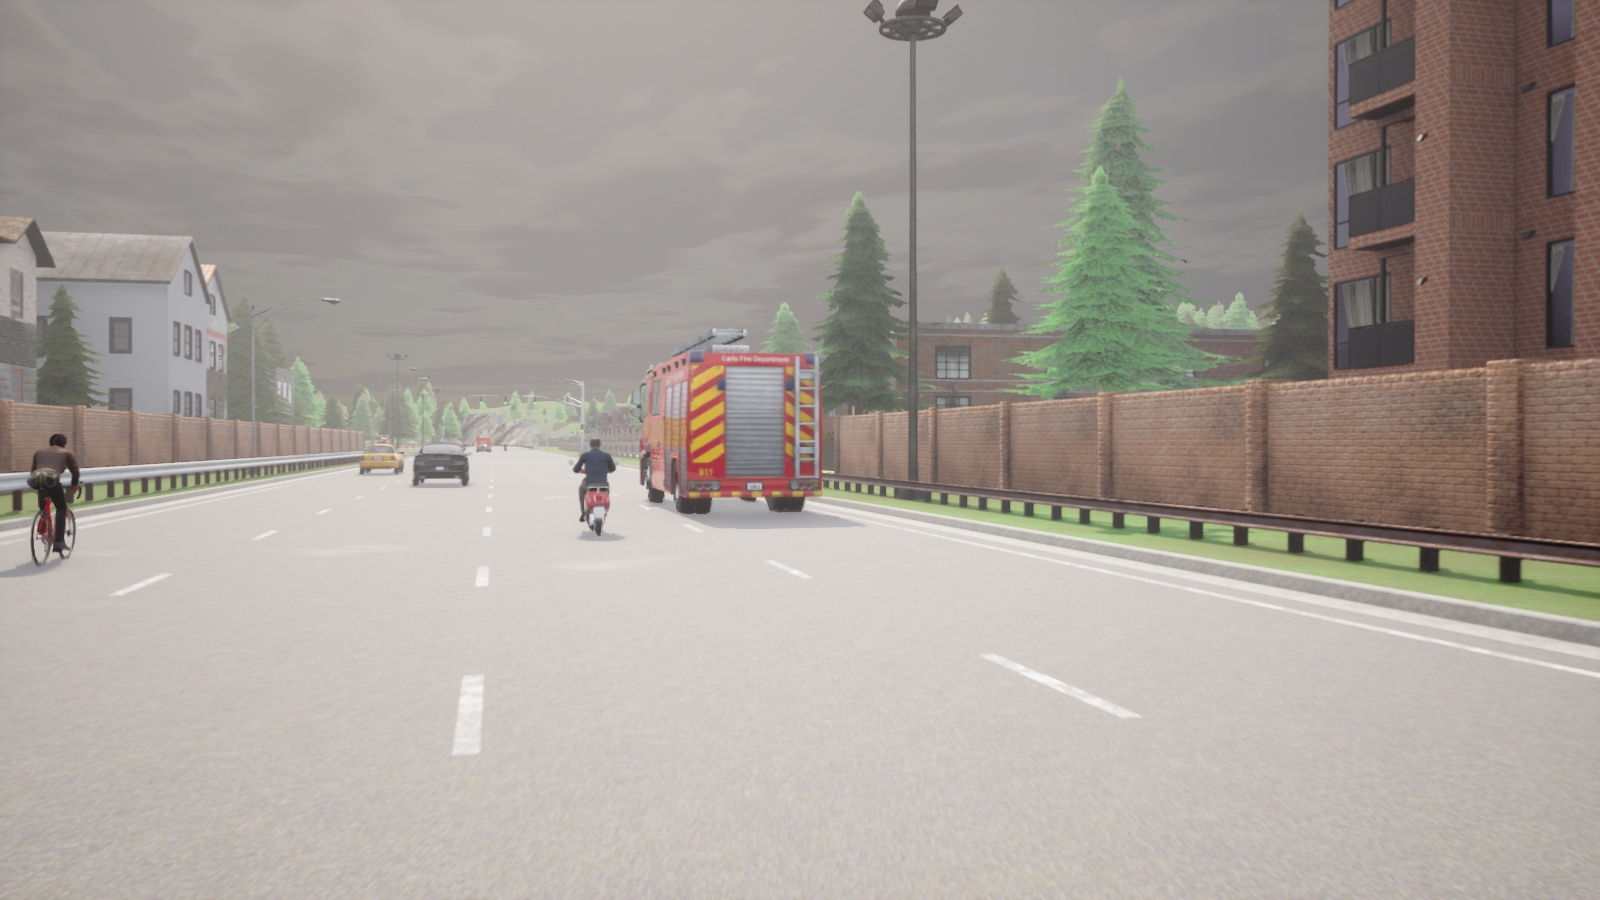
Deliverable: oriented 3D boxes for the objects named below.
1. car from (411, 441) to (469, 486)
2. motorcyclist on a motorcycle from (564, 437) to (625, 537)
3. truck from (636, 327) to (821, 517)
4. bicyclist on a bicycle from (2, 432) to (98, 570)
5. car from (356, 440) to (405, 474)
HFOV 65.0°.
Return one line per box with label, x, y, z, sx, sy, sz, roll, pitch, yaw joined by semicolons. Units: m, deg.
car;-13.120;0.454;45.977;1.882;1.535;5.008;0;0;-14
motorcyclist on a motorcycle;-3.438;0.579;20.912;0.866;1.590;1.817;0;0;-14
truck;-1.980;-0.588;29.743;2.891;3.827;8.468;0;0;-14
bicyclist on a bicycle;-9.335;0.603;15.687;0.582;1.620;1.656;0;0;-14
car;-20.499;0.321;61.523;1.801;1.575;5.366;0;0;-14
